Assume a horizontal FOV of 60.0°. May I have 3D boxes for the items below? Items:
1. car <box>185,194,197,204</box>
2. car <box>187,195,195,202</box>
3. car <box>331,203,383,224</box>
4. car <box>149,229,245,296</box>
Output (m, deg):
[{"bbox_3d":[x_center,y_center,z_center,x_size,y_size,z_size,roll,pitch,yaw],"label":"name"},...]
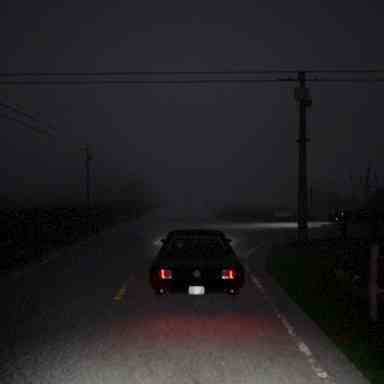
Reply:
[{"bbox_3d":[-0.167,1.329,64.074,2.150,2.045,5.566,0,0,0],"label":"car"},{"bbox_3d":[-0.259,1.461,74.601,1.837,1.490,4.892,0,0,0],"label":"car"},{"bbox_3d":[11.719,1.398,21.803,4.718,1.301,1.895,-2,0,1],"label":"car"},{"bbox_3d":[0.106,1.616,8.665,1.895,1.301,4.718,0,0,0],"label":"car"}]
